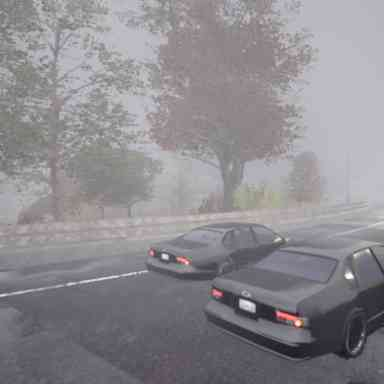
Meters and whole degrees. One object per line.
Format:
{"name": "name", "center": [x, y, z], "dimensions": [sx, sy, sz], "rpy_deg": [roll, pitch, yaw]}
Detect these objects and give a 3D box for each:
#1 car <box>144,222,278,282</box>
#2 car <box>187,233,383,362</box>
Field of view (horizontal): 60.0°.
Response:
{"name": "car", "center": [1.305, 1.561, 9.393], "dimensions": [5.357, 1.411, 2.033], "rpy_deg": [0, 0, -40]}
{"name": "car", "center": [2.681, 1.550, 5.995], "dimensions": [5.357, 1.411, 2.033], "rpy_deg": [0, 0, -39]}
